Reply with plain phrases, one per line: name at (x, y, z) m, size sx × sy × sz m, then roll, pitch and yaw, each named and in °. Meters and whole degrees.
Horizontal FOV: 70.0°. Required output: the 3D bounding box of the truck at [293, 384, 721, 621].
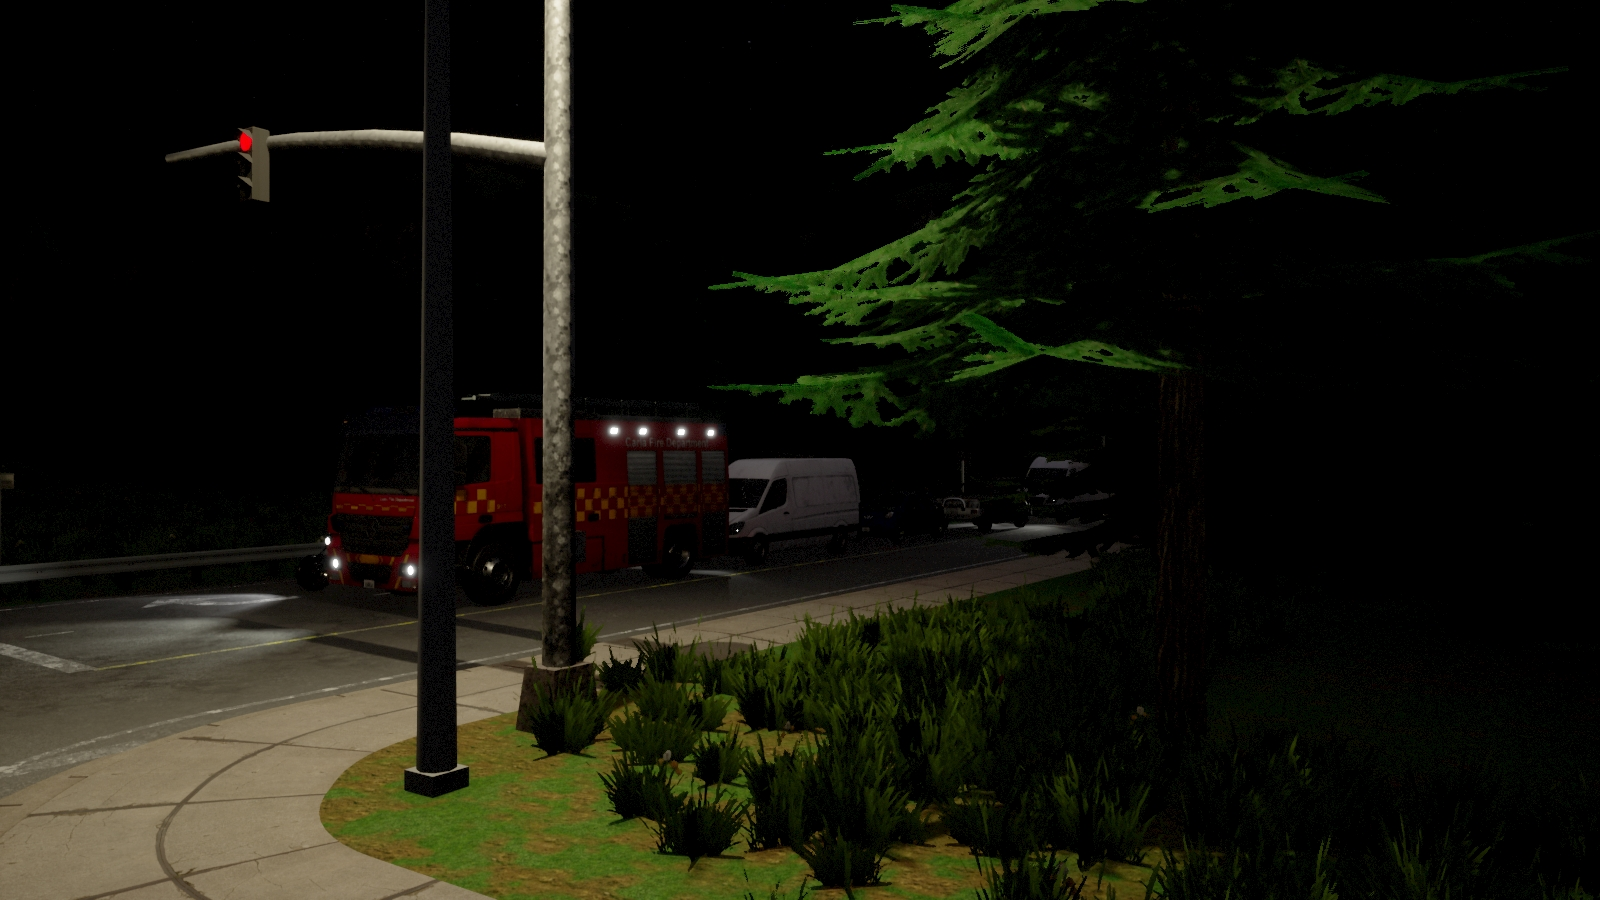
truck at (-5.328, 0.853, 22.761) m, size 2.891 × 3.827 × 8.468 m, roll 0°, pitch 0°, yaw 34°

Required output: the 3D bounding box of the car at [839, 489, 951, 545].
car at (2.957, 2.000, 34.988) m, size 1.845 × 1.501 × 3.633 m, roll 0°, pitch 0°, yaw 34°

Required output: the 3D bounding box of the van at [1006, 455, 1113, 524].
van at (10.451, 1.497, 45.657) m, size 1.988 × 2.561 × 5.915 m, roll 0°, pitch 0°, yaw 36°

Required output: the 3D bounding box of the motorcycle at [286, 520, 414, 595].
motorcycle at (-9.056, 2.131, 23.082) m, size 0.764 × 1.277 × 2.356 m, roll 0°, pitch 0°, yaw 37°

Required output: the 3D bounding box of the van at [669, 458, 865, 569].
van at (-0.690, 1.497, 29.618) m, size 1.988 × 2.561 × 5.915 m, roll 0°, pitch 0°, yaw 34°

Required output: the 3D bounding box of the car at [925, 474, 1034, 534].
car at (6.318, 1.826, 39.820) m, size 1.932 × 1.855 × 4.605 m, roll 0°, pitch 0°, yaw 35°
